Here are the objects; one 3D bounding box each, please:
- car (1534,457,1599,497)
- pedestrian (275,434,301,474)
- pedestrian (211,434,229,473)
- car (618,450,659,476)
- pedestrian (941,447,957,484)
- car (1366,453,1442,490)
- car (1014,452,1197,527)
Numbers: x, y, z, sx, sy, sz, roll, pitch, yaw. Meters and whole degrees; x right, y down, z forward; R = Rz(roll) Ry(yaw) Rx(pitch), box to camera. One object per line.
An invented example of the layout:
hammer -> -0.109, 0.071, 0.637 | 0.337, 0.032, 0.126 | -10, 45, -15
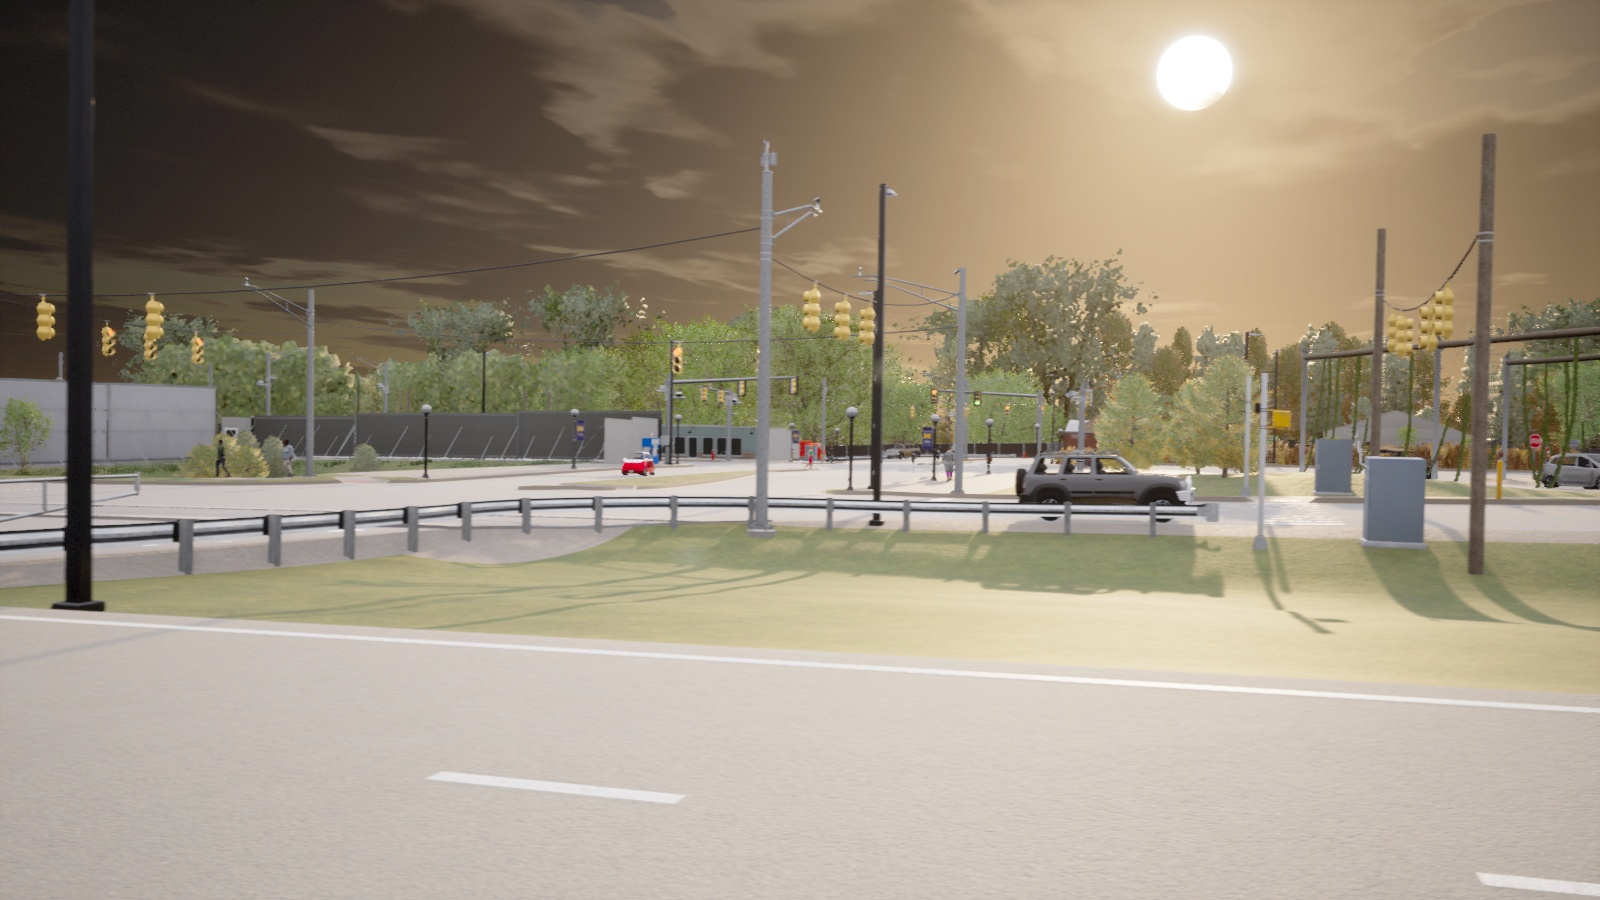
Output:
car -> 34.067, 1.156, 53.649 | 2.242, 1.667, 4.611 | 1, 0, -8
pedestrian -> -24.133, 0.201, 59.163 | 0.900, 1.855, 0.874 | 0, 2, -39
pedestrian -> -27.228, 0.160, 58.946 | 0.614, 1.847, 0.353 | 2, 1, 11
car -> -9.090, 0.708, 70.823 | 1.481, 1.376, 2.207 | 1, 1, 18
pedestrian -> 8.060, 0.836, 67.928 | 0.659, 1.952, 0.873 | 2, 1, 19
car -> 32.141, 1.107, 66.932 | 1.905, 1.878, 3.866 | 1, 0, -6
car -> 8.136, 0.993, 33.378 | 4.605, 1.855, 1.932 | 0, 1, 18
